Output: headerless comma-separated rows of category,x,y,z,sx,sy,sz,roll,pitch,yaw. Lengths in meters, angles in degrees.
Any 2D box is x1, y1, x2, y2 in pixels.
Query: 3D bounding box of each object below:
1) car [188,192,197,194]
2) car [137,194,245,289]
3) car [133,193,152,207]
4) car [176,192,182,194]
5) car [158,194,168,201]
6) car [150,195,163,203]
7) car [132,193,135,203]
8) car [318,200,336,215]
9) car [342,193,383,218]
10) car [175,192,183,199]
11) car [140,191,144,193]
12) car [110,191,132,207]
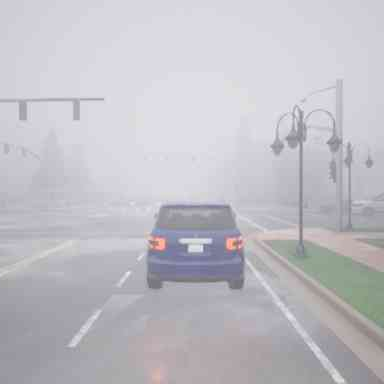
car,0.061,1.281,77.931,1.994,1.385,4.181,0,0,0
car,0.087,1.190,9.182,2.150,2.045,5.566,0,0,0
car,-7.044,1.311,49.234,1.882,1.535,5.008,0,0,0
car,-3.440,1.207,77.530,1.882,1.535,5.008,0,0,0
car,-6.938,1.223,79.485,1.837,1.490,4.892,0,0,0
car,-6.970,1.343,65.275,1.994,1.385,4.181,0,0,1
car,-10.485,1.347,64.036,1.994,1.385,4.181,0,0,1
car,14.793,1.395,32.308,4.892,1.490,1.837,0,0,-1
car,16.397,1.122,28.811,5.566,2.045,2.150,0,0,-1
car,-3.432,0.914,87.775,2.097,1.767,4.553,0,0,0
car,-10.439,1.206,78.688,1.882,1.535,5.008,0,0,0
car,-10.548,1.188,48.544,2.097,1.767,4.553,0,0,0
